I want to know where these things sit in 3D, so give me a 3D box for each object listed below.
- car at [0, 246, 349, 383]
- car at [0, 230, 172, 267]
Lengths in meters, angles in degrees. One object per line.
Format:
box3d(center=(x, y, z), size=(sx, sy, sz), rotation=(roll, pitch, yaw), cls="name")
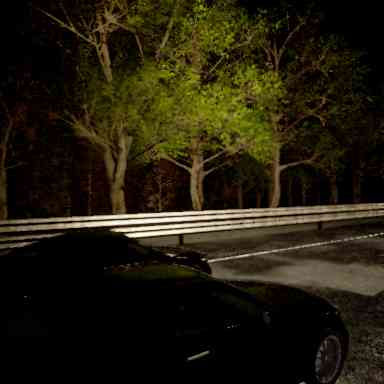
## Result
box3d(center=(-0.232, 1.523, 3.594), size=(4.674, 1.442, 1.812), rotation=(0, 0, -36), cls="car")
box3d(center=(-1.748, 1.522, 6.812), size=(4.674, 1.442, 1.812), rotation=(0, 0, -36), cls="car")
